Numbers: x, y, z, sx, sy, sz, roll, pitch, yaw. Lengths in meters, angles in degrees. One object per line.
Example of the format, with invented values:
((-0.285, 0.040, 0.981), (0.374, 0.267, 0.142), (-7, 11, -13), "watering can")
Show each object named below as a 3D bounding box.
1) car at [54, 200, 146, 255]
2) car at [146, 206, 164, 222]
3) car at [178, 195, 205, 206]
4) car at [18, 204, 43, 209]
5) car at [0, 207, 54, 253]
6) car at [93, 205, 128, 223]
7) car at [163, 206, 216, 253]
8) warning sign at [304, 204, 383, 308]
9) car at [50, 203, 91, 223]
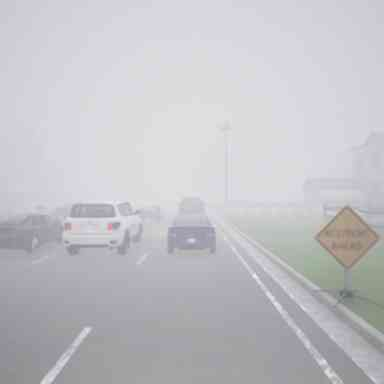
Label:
((-3.508, 1.349, 14.024), (2.150, 2.045, 5.566), (0, 0, 0), "car")
((-3.518, 1.873, 29.103), (1.895, 1.301, 4.718), (0, 0, 0), "car")
((-0.019, 1.488, 29.014), (2.150, 2.045, 5.566), (0, 0, 0), "car")
((-14.016, 1.801, 29.379), (1.812, 1.442, 4.674), (0, 0, 0), "car")
((-7.006, 1.642, 14.292), (1.837, 1.490, 4.892), (0, 0, 0), "car")
((-7.018, 1.873, 29.101), (1.895, 1.301, 4.718), (0, 0, 0), "car")
((-0.005, 1.614, 14.475), (1.882, 1.535, 5.008), (0, 0, 0), "car")
((3.046, 1.177, 6.561), (1.300, 1.860, 1.060), (0, -1, 0), "warning sign")
((-10.517, 1.782, 29.289), (1.837, 1.490, 4.892), (0, 0, 0), "car")
